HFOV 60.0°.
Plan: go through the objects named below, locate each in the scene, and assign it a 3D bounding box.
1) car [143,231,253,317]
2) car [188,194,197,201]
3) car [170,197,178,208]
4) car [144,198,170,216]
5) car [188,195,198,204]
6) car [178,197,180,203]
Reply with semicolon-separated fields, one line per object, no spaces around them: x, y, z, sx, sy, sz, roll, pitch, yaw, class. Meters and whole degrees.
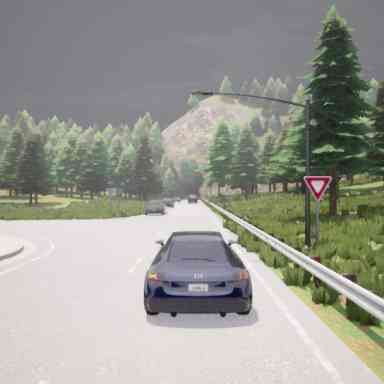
0.099;1.563;7.551;1.994;1.385;4.181;0;0;0;car
0.154;1.298;75.212;1.882;1.535;5.008;0;0;0;car
-3.495;1.543;47.146;2.033;1.411;5.357;0;0;0;car
-3.530;1.502;32.894;1.837;1.490;4.892;0;0;0;car
0.132;1.472;64.834;1.882;1.535;5.008;0;0;0;car
-3.370;1.595;67.987;1.895;1.301;4.718;0;0;0;car
